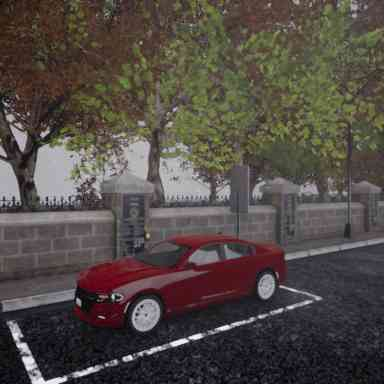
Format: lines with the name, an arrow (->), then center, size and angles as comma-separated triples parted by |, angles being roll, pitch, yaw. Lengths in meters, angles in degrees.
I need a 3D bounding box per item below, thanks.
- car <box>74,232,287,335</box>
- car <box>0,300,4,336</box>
car -> -0.012, 1.545, 6.711 | 4.507, 1.381, 1.887 | 0, 0, -36
car -> -4.490, 1.551, 3.449 | 4.403, 1.369, 2.008 | 0, 0, -36
